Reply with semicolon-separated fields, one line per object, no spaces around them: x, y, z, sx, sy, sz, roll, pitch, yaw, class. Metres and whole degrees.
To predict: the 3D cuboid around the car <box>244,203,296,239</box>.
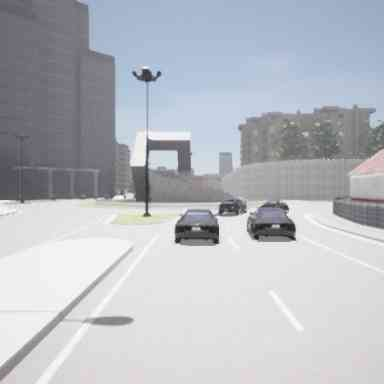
3.907;1.493;16.827;1.994;1.385;4.181;0;0;5;car

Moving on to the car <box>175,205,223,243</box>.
0.333;1.497;15.853;1.994;1.385;4.181;0;0;4;car

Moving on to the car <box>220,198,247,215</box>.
4.034;1.371;31.943;1.837;1.490;4.892;-1;0;23;car

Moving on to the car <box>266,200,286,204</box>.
8.128;1.429;32.246;1.994;1.385;4.181;0;0;29;car
